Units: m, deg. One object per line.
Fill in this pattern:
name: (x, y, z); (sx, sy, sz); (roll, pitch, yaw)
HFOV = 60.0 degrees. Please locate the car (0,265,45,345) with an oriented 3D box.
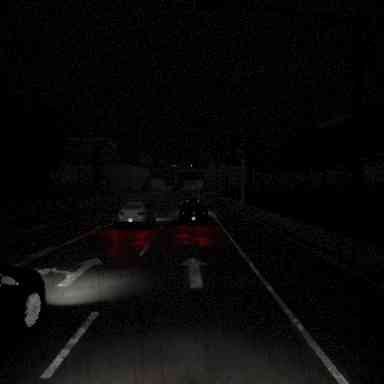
car: (-3.398, 1.478, 3.728); (1.837, 1.490, 4.892); (0, 0, 0)

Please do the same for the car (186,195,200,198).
car: (0.113, 1.020, 39.857); (1.895, 1.301, 4.718); (0, 1, 0)

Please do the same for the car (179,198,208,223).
car: (0.108, 1.347, 23.133); (1.895, 1.301, 4.718); (0, 1, 0)

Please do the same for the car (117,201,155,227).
car: (-3.397, 1.305, 20.614); (1.812, 1.442, 4.674); (0, 1, 0)
